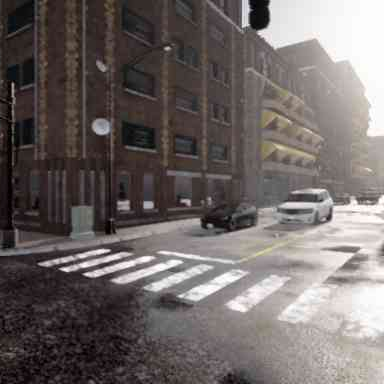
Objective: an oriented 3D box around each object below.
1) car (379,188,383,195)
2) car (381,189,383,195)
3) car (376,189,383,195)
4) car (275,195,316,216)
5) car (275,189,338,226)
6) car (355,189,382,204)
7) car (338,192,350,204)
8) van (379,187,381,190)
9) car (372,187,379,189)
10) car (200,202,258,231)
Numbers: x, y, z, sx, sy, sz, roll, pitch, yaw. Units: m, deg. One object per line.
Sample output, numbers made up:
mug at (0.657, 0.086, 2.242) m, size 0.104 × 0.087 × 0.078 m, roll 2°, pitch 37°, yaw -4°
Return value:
car at (46.934, -0.132, 81.155) m, size 1.967 × 1.590 × 4.097 m, roll 1°, pitch 1°, yaw 35°
car at (37.339, -0.015, 67.646) m, size 2.192 × 1.841 × 5.009 m, roll 1°, pitch 1°, yaw 35°
car at (43.734, 0.072, 76.654) m, size 1.947 × 1.339 × 4.313 m, roll 1°, pitch 1°, yaw 35°
car at (8.547, 1.027, 27.131) m, size 1.887 × 1.381 × 4.507 m, roll 1°, pitch 2°, yaw 35°
car at (6.993, 0.902, 20.321) m, size 2.150 × 2.045 × 5.566 m, roll 0°, pitch 3°, yaw 35°
car at (21.719, 0.658, 41.048) m, size 1.895 × 1.301 × 4.718 m, roll 0°, pitch 1°, yaw 35°
car at (18.143, 0.751, 40.637) m, size 2.008 × 1.369 × 4.403 m, roll 1°, pitch 2°, yaw 35°
van at (34.139, 0.095, 63.144) m, size 1.690 × 1.788 × 3.998 m, roll 1°, pitch 2°, yaw 35°
car at (30.940, 0.156, 58.640) m, size 2.192 × 1.841 × 5.009 m, roll 1°, pitch 2°, yaw 35°
car at (2.149, 1.247, 18.127) m, size 1.947 × 1.339 × 4.313 m, roll 1°, pitch 2°, yaw 35°
